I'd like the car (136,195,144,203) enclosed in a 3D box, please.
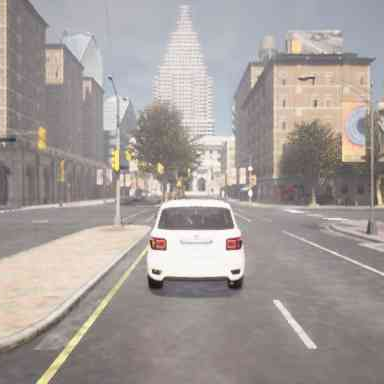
[{"bbox_3d":[-11.701,1.548,68.820,1.895,1.301,4.718,0,0,0],"label":"car"}]

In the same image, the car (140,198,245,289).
[{"bbox_3d":[0.076,1.215,9.302,2.150,2.045,5.566,0,0,0],"label":"car"}]

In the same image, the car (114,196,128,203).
[{"bbox_3d":[-14.954,1.546,70.143,1.895,1.301,4.718,0,0,0],"label":"car"}]

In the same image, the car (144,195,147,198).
[{"bbox_3d":[-11.731,1.445,79.001,1.837,1.490,4.892,0,0,0],"label":"car"}]

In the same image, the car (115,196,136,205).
[{"bbox_3d":[-11.726,1.464,58.765,1.837,1.490,4.892,0,0,0],"label":"car"}]

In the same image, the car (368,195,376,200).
[{"bbox_3d":[37.736,1.431,71.695,2.231,1.521,4.892,0,0,0],"label":"car"}]
